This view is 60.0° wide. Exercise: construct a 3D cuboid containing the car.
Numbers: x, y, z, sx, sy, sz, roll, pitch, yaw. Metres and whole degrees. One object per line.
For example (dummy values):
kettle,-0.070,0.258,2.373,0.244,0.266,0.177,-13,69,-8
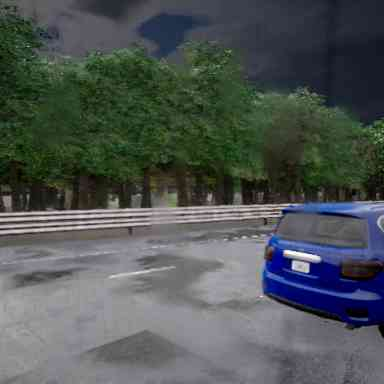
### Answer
car,3.829,1.224,6.602,5.566,2.045,2.150,0,0,-36
